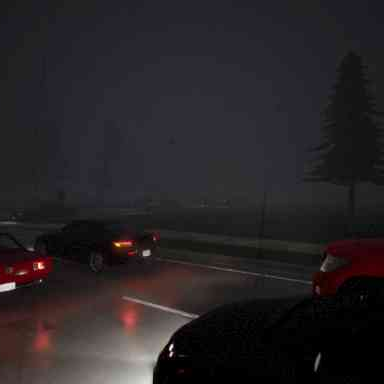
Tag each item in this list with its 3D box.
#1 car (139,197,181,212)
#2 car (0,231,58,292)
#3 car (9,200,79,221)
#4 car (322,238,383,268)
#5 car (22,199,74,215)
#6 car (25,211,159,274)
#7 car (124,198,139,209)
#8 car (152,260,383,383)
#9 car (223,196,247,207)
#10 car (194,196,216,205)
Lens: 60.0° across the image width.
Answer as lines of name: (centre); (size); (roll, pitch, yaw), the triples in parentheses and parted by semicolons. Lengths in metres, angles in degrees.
car: (-3.302, 1.477, 38.341); (1.882, 1.535, 5.008); (0, 0, 37)
car: (-5.450, 1.601, 7.916); (4.718, 1.301, 1.895); (0, 0, 36)
car: (-11.713, 1.547, 26.907); (2.033, 1.411, 5.357); (0, 0, 36)
car: (4.755, 1.221, 4.873); (5.566, 2.045, 2.150); (0, 0, 36)
car: (-14.851, 1.526, 34.522); (1.812, 1.442, 4.674); (0, 0, 37)
car: (-3.115, 1.526, 10.545); (4.674, 1.442, 1.812); (0, 0, 36)
car: (-6.944, 1.477, 45.177); (1.882, 1.535, 5.008); (0, 0, 37)
car: (1.662, 1.564, 2.795); (4.181, 1.385, 1.994); (0, 0, 36)
car: (6.674, 1.354, 51.756); (2.097, 1.767, 4.553); (0, 0, 37)
car: (2.371, 1.504, 57.694); (1.837, 1.490, 4.892); (0, 0, 37)
